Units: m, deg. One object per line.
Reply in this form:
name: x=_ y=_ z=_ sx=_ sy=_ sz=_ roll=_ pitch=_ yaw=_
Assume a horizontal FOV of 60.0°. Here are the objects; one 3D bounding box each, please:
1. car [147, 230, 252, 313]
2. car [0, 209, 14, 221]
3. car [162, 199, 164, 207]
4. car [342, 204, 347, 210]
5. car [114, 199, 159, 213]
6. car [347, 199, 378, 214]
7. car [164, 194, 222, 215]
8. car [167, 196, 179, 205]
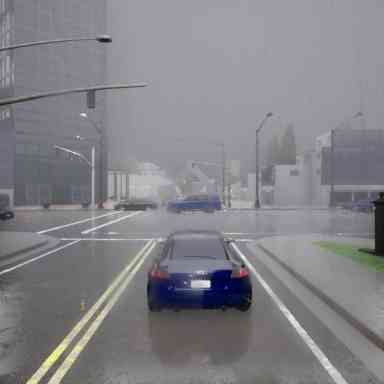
car: x=0.091 y=1.564 z=7.774 sx=1.994 sy=1.385 sz=4.181 roll=0 pitch=0 yaw=-2
car: x=-16.385 y=1.672 z=26.190 sx=4.181 sy=1.385 sz=1.994 roll=-1 pitch=0 yaw=0
car: x=-3.565 y=1.491 z=51.251 sx=2.128 sy=1.511 sz=4.902 roll=0 pitch=0 yaw=0
car: x=19.694 y=1.503 z=37.161 sx=5.357 sy=1.411 sz=2.033 roll=0 pitch=0 yaw=0
car: x=-6.143 y=1.536 z=36.962 sx=4.892 sy=1.490 sz=1.837 roll=0 pitch=0 yaw=0
car: x=18.751 y=1.485 z=33.644 sx=4.674 sy=1.442 sz=1.812 roll=0 pitch=0 yaw=0
car: x=0.249 y=1.235 z=33.512 sx=5.566 sy=2.045 sz=2.150 roll=0 pitch=0 yaw=0
car: x=-3.515 y=1.505 z=61.651 sx=1.837 sy=1.490 sz=4.892 roll=0 pitch=0 yaw=1
